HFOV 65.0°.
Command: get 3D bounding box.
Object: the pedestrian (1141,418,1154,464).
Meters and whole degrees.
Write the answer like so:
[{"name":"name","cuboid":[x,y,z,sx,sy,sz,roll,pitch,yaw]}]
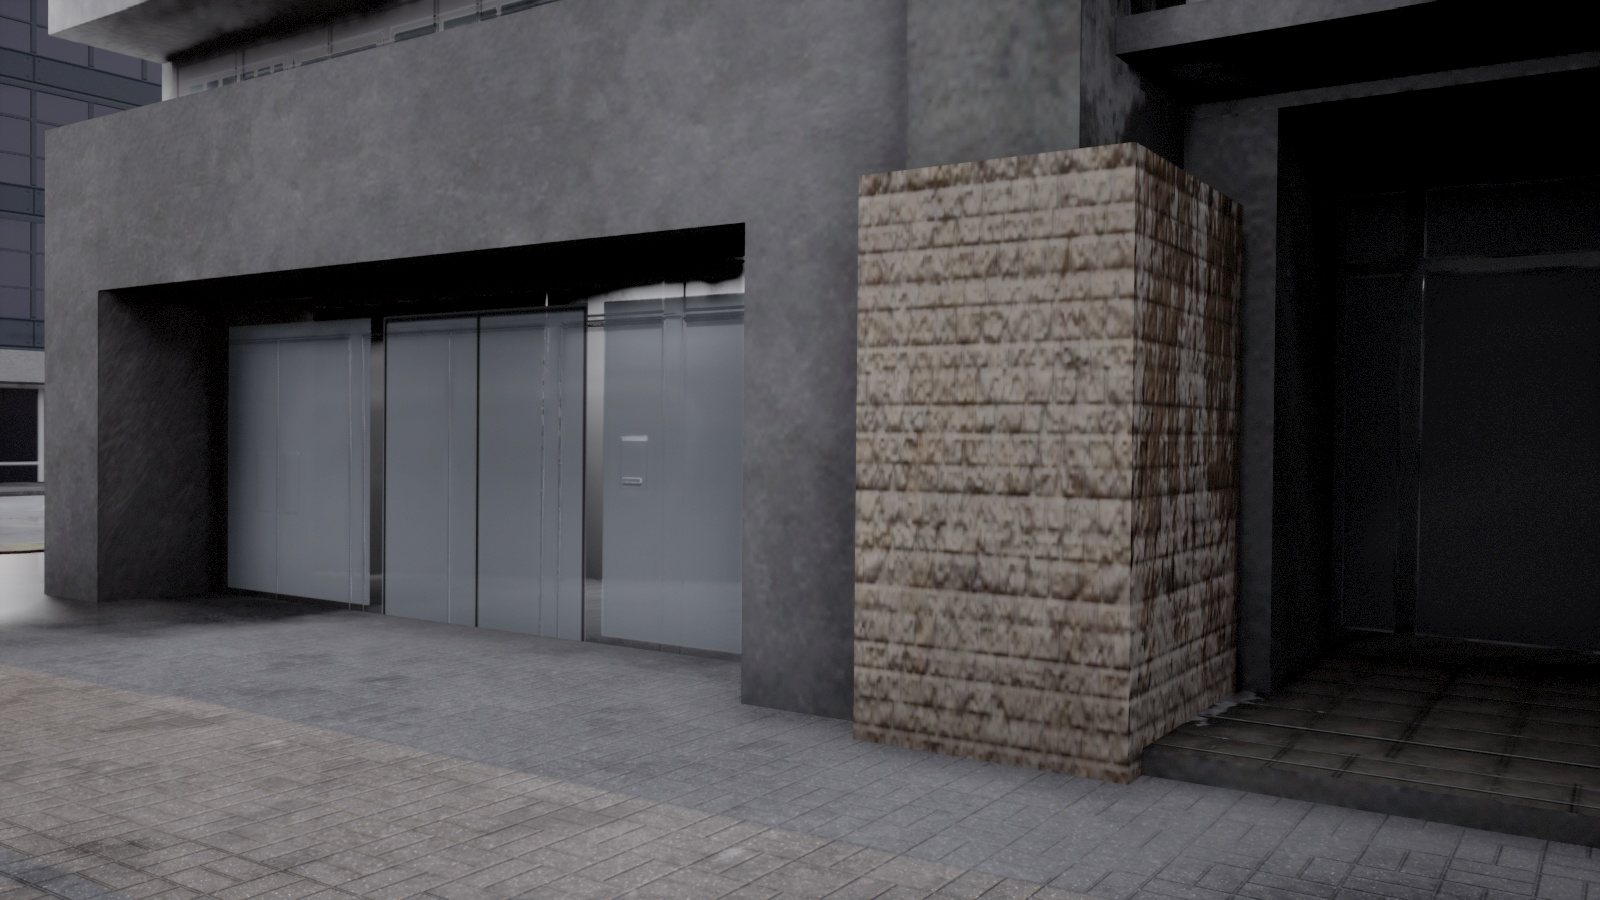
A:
[{"name":"pedestrian","cuboid":[13.828,-0.367,50.007,0.345,1.836,0.594,0,1,32]}]
